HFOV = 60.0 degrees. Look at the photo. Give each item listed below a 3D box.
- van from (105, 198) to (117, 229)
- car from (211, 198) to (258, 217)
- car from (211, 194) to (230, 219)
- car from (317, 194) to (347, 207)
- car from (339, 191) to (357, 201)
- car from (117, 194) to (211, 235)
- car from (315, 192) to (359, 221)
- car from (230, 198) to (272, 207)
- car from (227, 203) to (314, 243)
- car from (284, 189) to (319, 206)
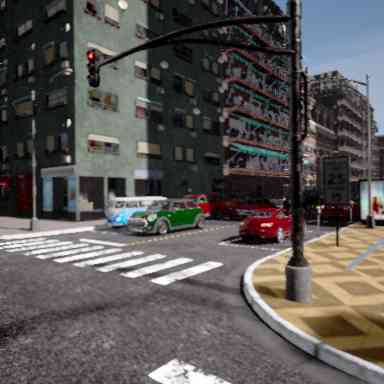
[{"bbox_3d":[-3.107,1.190,19.389,1.690,1.788,3.998,0,1,38],"label":"van"},{"bbox_3d":[3.697,1.251,28.105,1.887,1.381,4.507,0,1,38],"label":"car"},{"bbox_3d":[0.294,1.093,23.746,2.192,1.841,5.009,0,1,38],"label":"car"},{"bbox_3d":[17.608,0.976,41.646,2.033,1.411,5.357,-1,0,38],"label":"car"},{"bbox_3d":[27.501,0.663,58.604,1.967,1.590,4.097,0,0,38],"label":"car"},{"bbox_3d":[-1.323,1.173,17.475,2.097,1.767,4.553,-1,0,38],"label":"car"},{"bbox_3d":[10.301,1.038,22.946,1.967,1.590,4.097,0,0,38],"label":"car"},{"bbox_3d":[4.879,1.217,25.420,1.812,1.442,4.674,-1,0,38],"label":"car"},{"bbox_3d":[3.501,1.322,14.232,1.802,1.307,4.206,0,0,38],"label":"car"},{"bbox_3d":[11.285,0.779,33.625,2.150,2.045,5.566,-1,0,38],"label":"car"}]
